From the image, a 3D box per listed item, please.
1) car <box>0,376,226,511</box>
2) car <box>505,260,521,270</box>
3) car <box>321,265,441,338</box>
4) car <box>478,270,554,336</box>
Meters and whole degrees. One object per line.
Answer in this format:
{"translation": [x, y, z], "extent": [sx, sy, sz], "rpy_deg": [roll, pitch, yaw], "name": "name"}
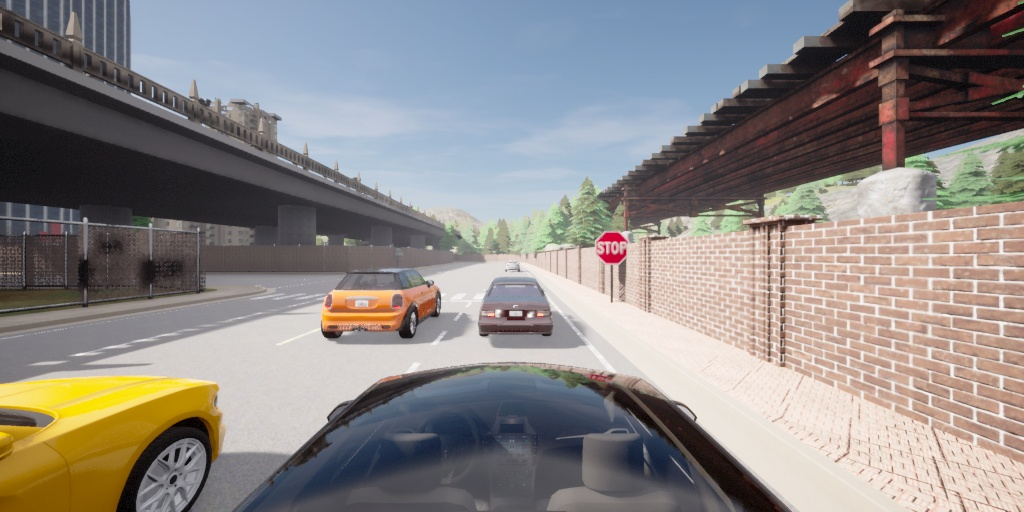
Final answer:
{"translation": [-3.396, 1.228, 1.025], "extent": [1.882, 1.535, 5.008], "rpy_deg": [0, 0, 0], "name": "car"}
{"translation": [0.083, 1.276, 46.187], "extent": [1.812, 1.442, 4.674], "rpy_deg": [0, 0, -1], "name": "car"}
{"translation": [-3.419, 1.102, 10.283], "extent": [2.097, 1.767, 4.553], "rpy_deg": [0, 0, 0], "name": "car"}
{"translation": [0.082, 1.297, 10.304], "extent": [2.033, 1.411, 5.357], "rpy_deg": [0, 0, 0], "name": "car"}
